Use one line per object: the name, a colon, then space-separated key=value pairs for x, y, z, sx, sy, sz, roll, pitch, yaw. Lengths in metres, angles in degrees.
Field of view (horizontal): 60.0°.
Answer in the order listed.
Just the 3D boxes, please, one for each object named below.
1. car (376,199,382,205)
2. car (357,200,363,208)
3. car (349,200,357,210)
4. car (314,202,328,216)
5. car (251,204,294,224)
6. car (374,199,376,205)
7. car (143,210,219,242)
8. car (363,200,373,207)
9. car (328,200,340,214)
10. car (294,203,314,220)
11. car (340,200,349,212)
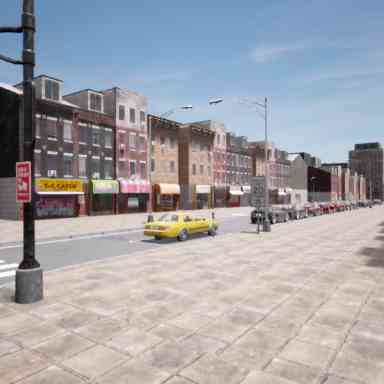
car: x=45.131 y=2.458 z=80.951 sx=2.008 sy=1.369 sz=4.403 roll=-2 pitch=-2 yaw=35
car: x=25.593 y=2.011 z=53.430 sx=2.008 sy=1.369 sz=4.403 roll=-1 pitch=-1 yaw=35
car: x=22.337 y=1.950 z=48.843 sx=2.008 sy=1.369 sz=4.403 roll=-1 pitch=-1 yaw=35
car: x=12.568 y=1.819 z=35.080 sx=1.802 sy=1.307 sz=4.206 roll=-1 pitch=-1 yaw=35
car: x=6.055 y=1.713 z=25.906 sx=1.947 sy=1.339 sz=4.313 roll=-1 pitch=-1 yaw=35
car: x=35.362 y=2.210 z=67.191 sx=1.887 sy=1.381 sz=4.507 roll=-1 pitch=-2 yaw=35
car: x=-0.360 y=1.597 z=16.870 sx=1.752 sy=1.417 sz=4.829 roll=-1 pitch=-1 yaw=35
car: x=32.107 y=2.145 z=62.605 sx=2.008 sy=1.369 sz=4.403 roll=-1 pitch=-1 yaw=35
car: x=15.824 y=1.833 z=39.668 sx=1.887 sy=1.381 sz=4.507 roll=-1 pitch=-1 yaw=35
car: x=9.311 y=1.741 z=30.494 sx=2.008 sy=1.369 sz=4.403 roll=-1 pitch=-1 yaw=35
car: x=19.079 y=1.782 z=44.257 sx=1.967 sy=1.590 sz=4.097 roll=-1 pitch=-1 yaw=35
